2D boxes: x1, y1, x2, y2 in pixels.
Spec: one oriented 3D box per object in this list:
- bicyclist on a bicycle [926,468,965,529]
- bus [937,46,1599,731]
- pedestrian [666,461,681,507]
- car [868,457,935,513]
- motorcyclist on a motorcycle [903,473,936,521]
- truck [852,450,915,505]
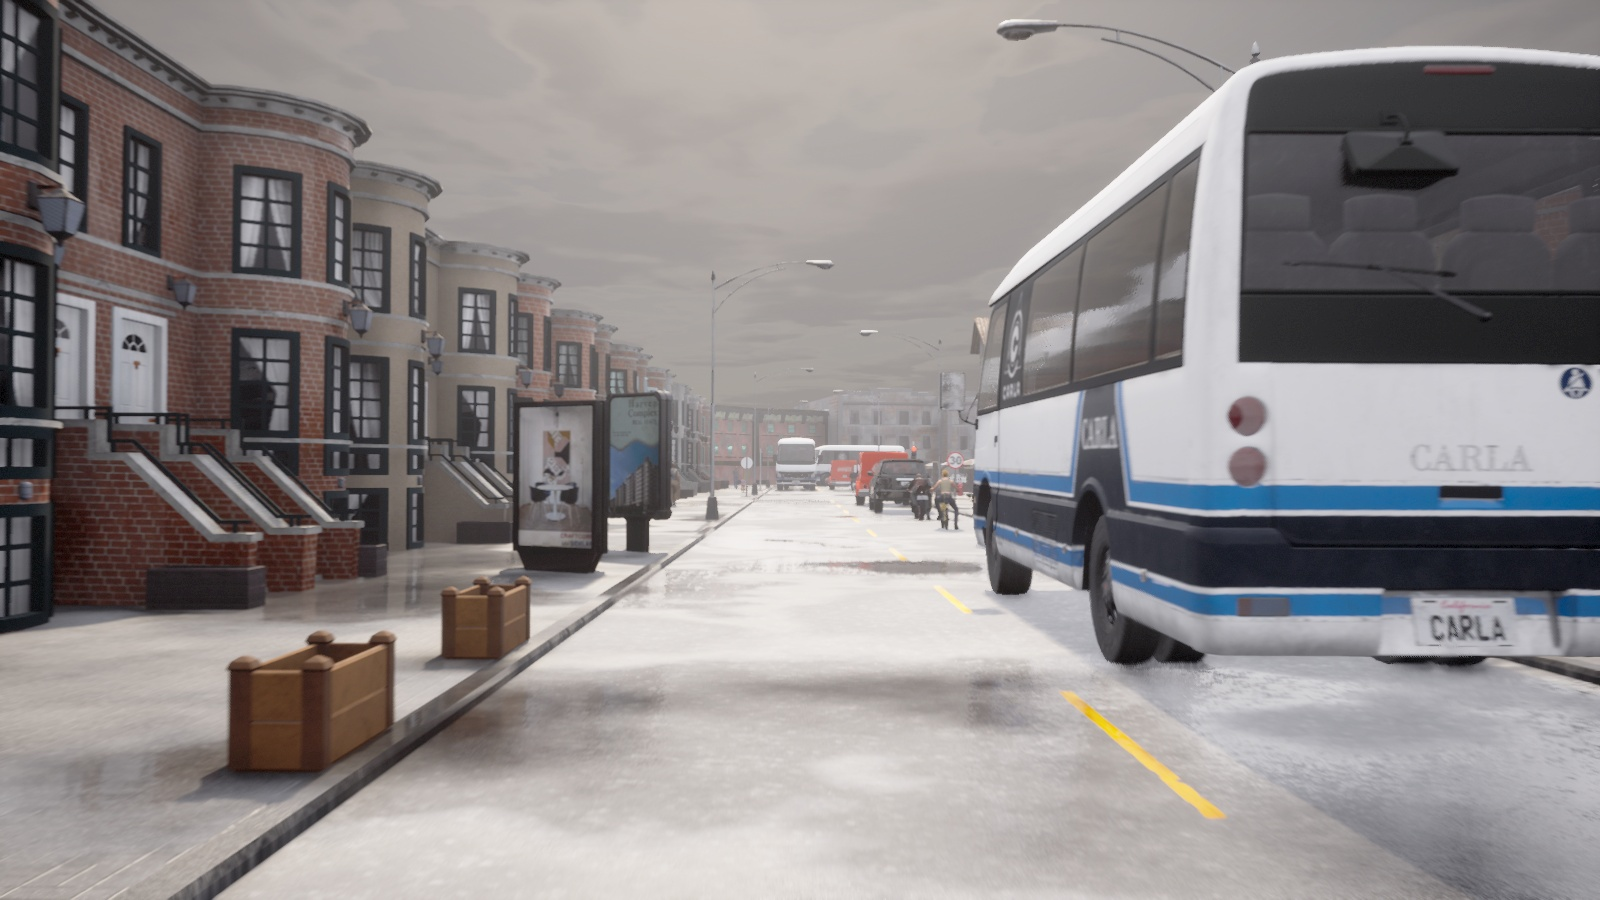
[{"bbox_3d":[3.915,1.304,33.958,0.866,1.612,1.509,0,-1,0],"label":"bicyclist on a bicycle"},{"bbox_3d":[3.964,-0.361,12.947,3.944,4.253,10.273,0,0,0],"label":"bus"},{"bbox_3d":[-5.154,1.393,51.171,0.540,1.848,0.694,0,-1,0],"label":"pedestrian"},{"bbox_3d":[3.883,1.339,49.045,2.150,2.045,5.566,0,-1,0],"label":"car"},{"bbox_3d":[3.904,1.521,41.057,0.866,1.530,2.191,0,-1,0],"label":"motorcyclist on a motorcycle"},{"bbox_3d":[3.855,1.303,59.159,2.627,2.467,5.204,0,-1,0],"label":"truck"}]
